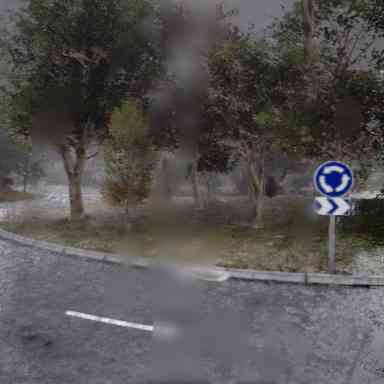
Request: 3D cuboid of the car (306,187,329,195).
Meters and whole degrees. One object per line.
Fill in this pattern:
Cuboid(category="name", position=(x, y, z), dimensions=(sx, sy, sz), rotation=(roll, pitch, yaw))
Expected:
Cuboid(category="car", position=(33.597, -0.142, 88.999), dimensions=(5.566, 2.045, 2.435), rotation=(1, 0, 14))

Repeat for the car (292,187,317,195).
Cuboid(category="car", position=(25.449, -0.023, 76.547), dimensions=(4.892, 1.521, 2.231), rotation=(1, 0, 12))

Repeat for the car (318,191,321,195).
Cuboid(category="car", position=(27.025, -0.245, 79.056), dimensions=(5.566, 2.045, 2.435), rotation=(1, 0, 13))

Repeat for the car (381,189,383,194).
Cuboid(category="car", position=(28.304, -0.136, 45.241), dimensions=(1.895, 1.301, 4.718), rotation=(1, 1, -25))
